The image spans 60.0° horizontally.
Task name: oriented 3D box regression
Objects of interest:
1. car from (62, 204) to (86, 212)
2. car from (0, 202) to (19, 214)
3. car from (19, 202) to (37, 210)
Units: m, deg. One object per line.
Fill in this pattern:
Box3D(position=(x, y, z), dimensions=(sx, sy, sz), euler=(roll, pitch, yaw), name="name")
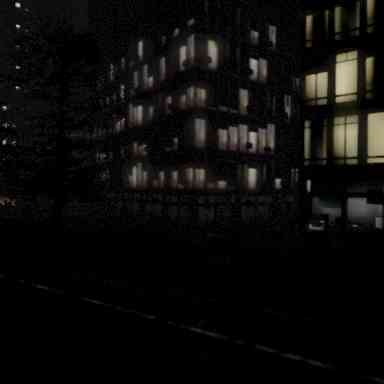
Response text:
Box3D(position=(-18.893, 2.565, 54.396), dimensions=(4.507, 1.381, 1.887), euler=(0, 1, -34), name="car")
Box3D(position=(-28.247, 2.296, 47.992), dimensions=(5.009, 1.841, 2.192), euler=(0, 1, -34), name="car")
Box3D(position=(-28.021, 2.443, 57.699), dimensions=(4.403, 1.369, 2.008), euler=(0, 1, -34), name="car")
